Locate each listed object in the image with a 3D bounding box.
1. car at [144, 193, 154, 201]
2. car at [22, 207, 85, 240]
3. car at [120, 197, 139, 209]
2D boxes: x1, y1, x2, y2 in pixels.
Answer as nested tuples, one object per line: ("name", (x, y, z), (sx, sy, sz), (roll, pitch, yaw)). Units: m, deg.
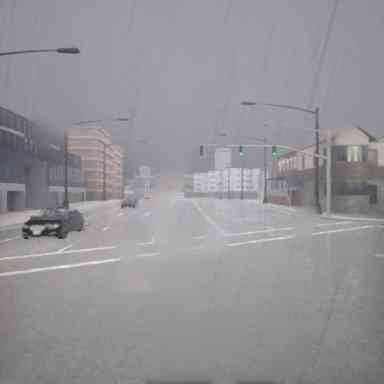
("car", (-8.845, 1.018, 68.678), (1.882, 1.535, 5.008), (0, 0, -2))
("car", (-7.020, 1.546, 17.298), (2.128, 1.511, 4.902), (0, 0, -2))
("car", (-7.931, 1.414, 42.958), (2.033, 1.411, 5.357), (0, 1, -2))
